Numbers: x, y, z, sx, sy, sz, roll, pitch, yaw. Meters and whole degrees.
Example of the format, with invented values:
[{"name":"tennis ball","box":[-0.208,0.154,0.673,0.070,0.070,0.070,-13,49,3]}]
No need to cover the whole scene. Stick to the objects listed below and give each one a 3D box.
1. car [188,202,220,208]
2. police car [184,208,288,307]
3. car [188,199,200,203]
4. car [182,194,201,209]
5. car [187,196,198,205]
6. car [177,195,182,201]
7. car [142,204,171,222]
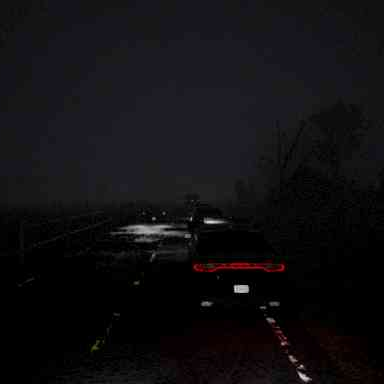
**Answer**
[{"name":"car","box":[0.841,1.508,18.068,1.837,1.490,4.892,0,0,0]},{"name":"police car","box":[0.833,1.426,8.178,1.930,1.638,5.238,0,0,0]},{"name":"car","box":[0.847,1.511,24.068,1.837,1.490,4.892,0,0,0]},{"name":"car","box":[0.078,1.251,45.961,2.150,2.045,5.566,0,0,1]},{"name":"car","box":[0.054,1.534,60.575,1.882,1.535,5.008,0,0,0]},{"name":"car","box":[-2.675,1.468,84.892,2.097,1.767,4.553,0,0,0]},{"name":"car","box":[-2.726,1.607,26.002,1.895,1.301,4.718,0,0,0]}]
